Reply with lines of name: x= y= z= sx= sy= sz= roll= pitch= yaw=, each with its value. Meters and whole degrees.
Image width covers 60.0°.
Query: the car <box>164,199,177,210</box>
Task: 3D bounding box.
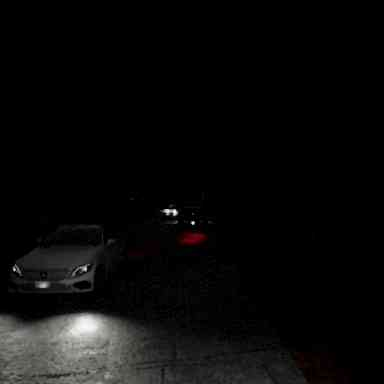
car: x=-3.050 y=1.881 z=50.406 sx=2.128 sy=1.511 sz=4.902 roll=0 pitch=-1 yaw=0

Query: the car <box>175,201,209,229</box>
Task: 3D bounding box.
car: x=0.050 y=1.532 z=21.618 sx=1.837 sy=1.490 sz=4.892 roll=0 pitch=0 yaw=0

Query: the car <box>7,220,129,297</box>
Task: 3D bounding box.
car: x=-2.874 y=1.523 z=8.738 sx=1.812 sy=1.442 sz=4.674 roll=0 pitch=0 yaw=0
